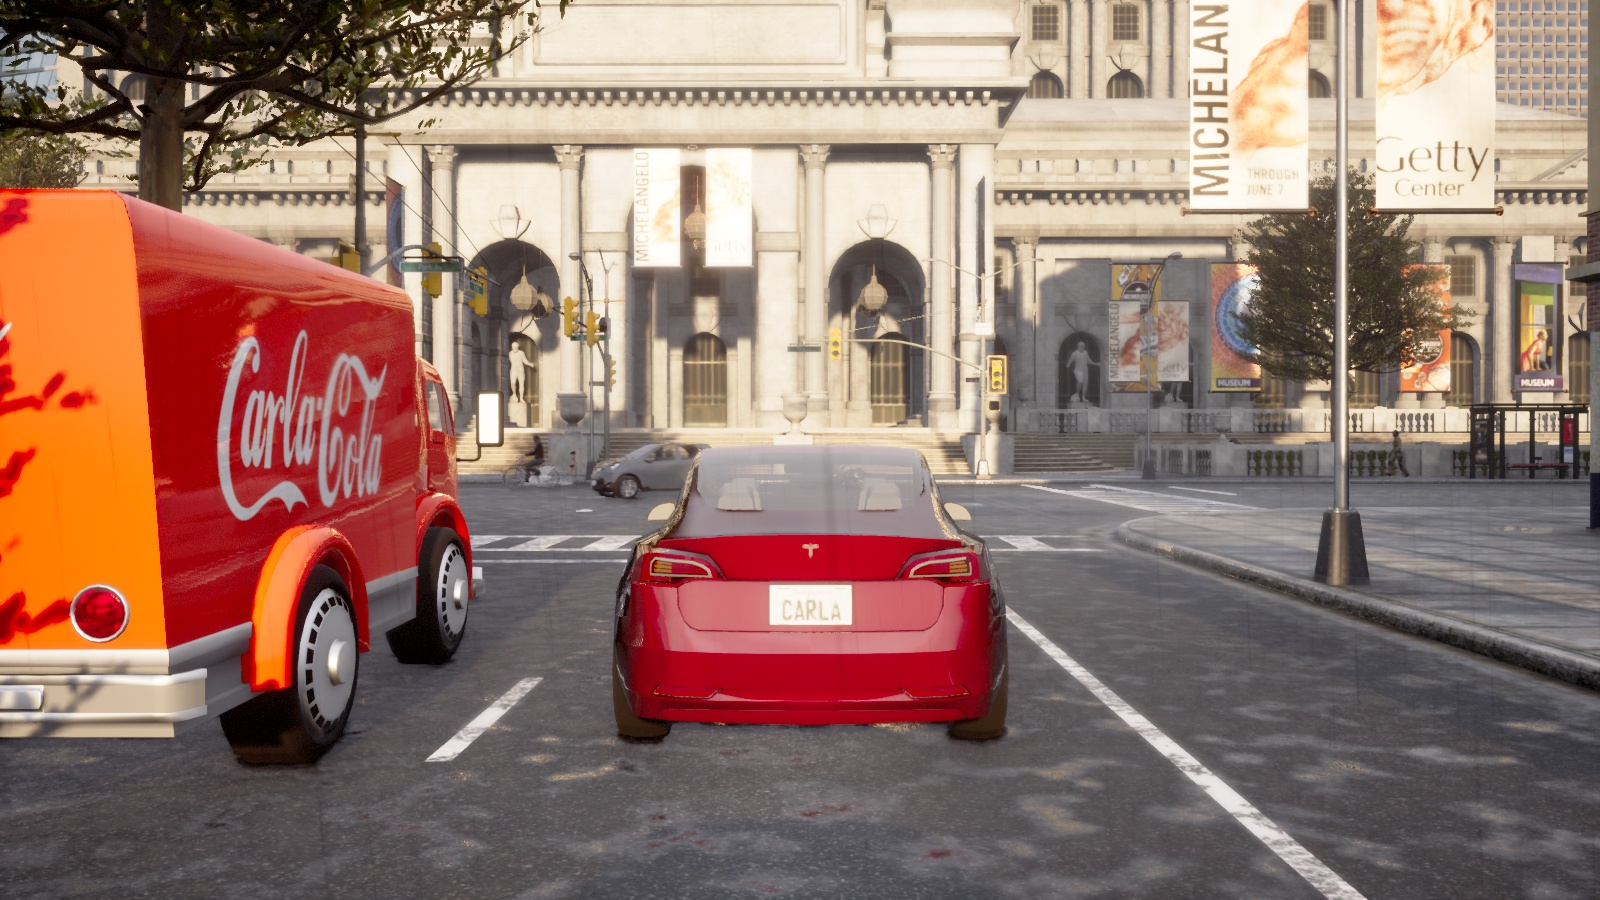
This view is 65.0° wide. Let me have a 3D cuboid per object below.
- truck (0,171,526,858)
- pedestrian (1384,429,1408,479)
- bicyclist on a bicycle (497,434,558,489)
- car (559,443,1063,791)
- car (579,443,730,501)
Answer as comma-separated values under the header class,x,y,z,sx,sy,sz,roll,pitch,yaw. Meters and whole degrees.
class,x,y,z,sx,sy,sz,roll,pitch,yaw
truck,-3.445,0.217,7.117,2.627,2.467,5.204,0,0,0
pedestrian,22.815,0.150,48.076,0.692,1.930,0.396,0,0,-8
bicyclist on a bicycle,-8.890,0.378,41.068,1.843,1.776,0.659,0,0,1
car,0.058,0.702,7.783,2.163,1.488,4.792,0,0,0
car,-3.942,0.565,34.083,3.633,1.501,1.845,0,0,-29
